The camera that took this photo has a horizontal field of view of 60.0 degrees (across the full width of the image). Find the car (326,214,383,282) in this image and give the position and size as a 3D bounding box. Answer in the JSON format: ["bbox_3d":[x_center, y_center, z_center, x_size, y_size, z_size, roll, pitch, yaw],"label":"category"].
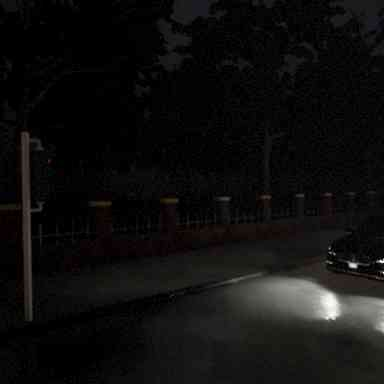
[{"bbox_3d":[5.488,1.346,8.828,4.892,1.490,1.837,-1,0,-37],"label":"car"}]
